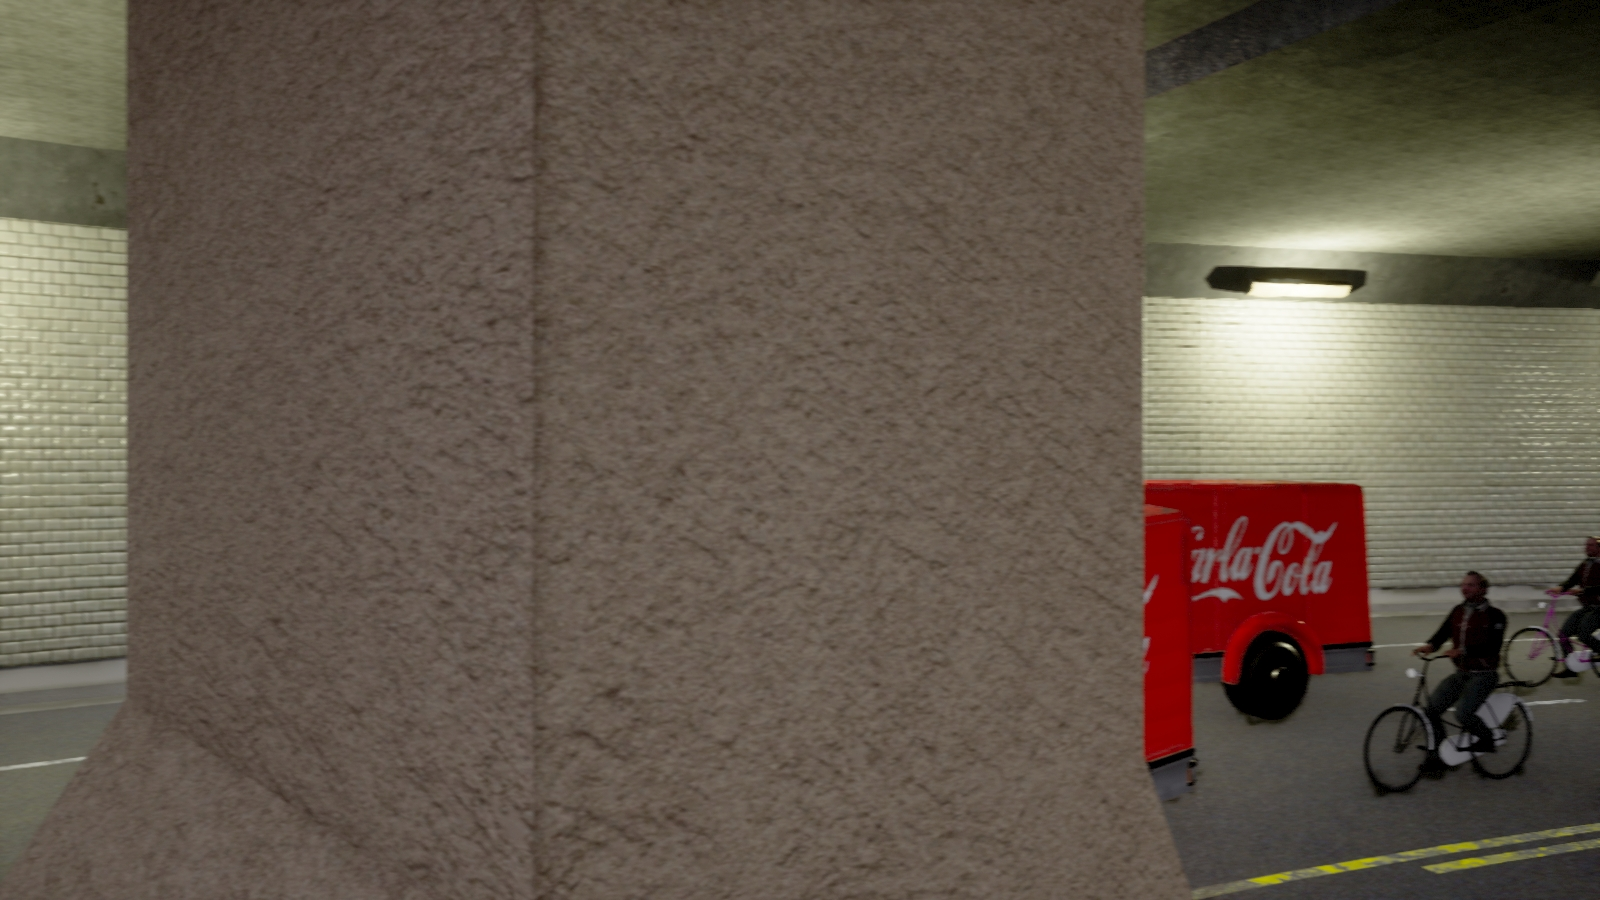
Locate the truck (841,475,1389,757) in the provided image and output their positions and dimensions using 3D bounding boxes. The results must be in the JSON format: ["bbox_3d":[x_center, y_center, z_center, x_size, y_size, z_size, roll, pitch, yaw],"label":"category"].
[{"bbox_3d":[3.353,1.551,12.483,5.204,2.467,2.627,0,0,-20],"label":"truck"}]

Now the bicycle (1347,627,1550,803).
[{"bbox_3d":[5.381,2.160,9.452,1.835,1.251,0.329,0,0,-19],"label":"bicycle"}]
